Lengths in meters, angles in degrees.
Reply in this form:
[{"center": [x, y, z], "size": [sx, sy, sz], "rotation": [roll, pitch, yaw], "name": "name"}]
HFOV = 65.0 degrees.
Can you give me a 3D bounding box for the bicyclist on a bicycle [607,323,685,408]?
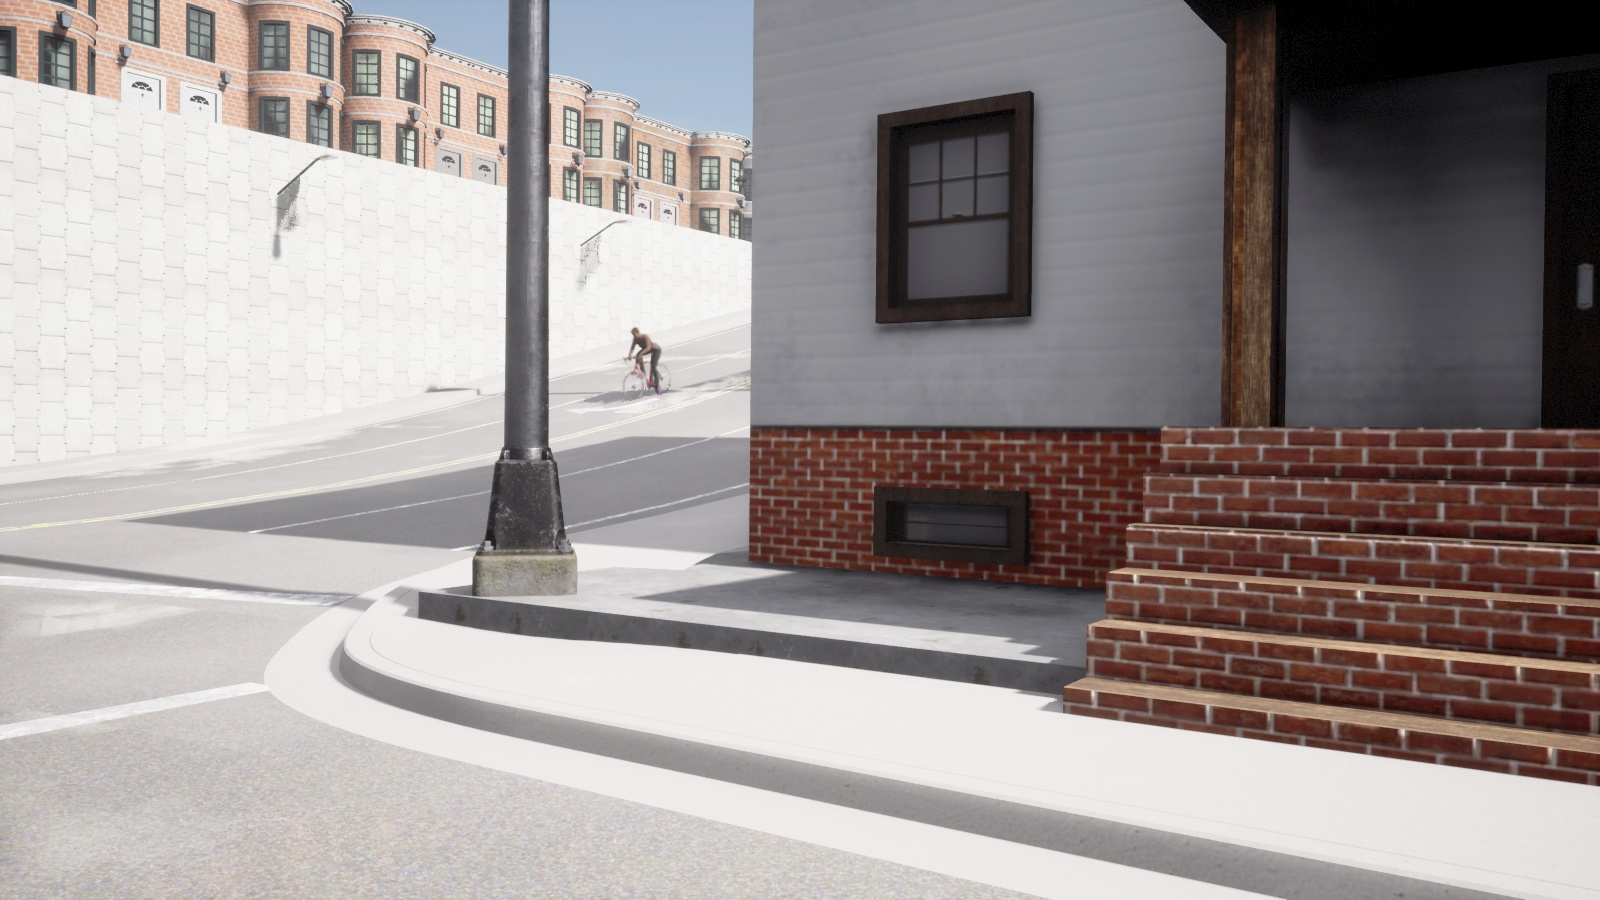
[{"center": [-3.442, -1.912, 28.251], "size": [0.582, 1.620, 1.656], "rotation": [0, 14, 34], "name": "bicyclist on a bicycle"}]
